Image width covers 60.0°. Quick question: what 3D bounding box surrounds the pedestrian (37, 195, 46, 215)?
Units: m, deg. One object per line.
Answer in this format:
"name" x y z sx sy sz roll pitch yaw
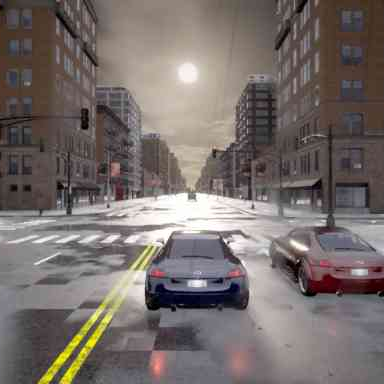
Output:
"pedestrian" -14.138 1.170 31.123 0.375 1.860 0.375 0 0 0

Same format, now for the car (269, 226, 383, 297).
"car" 3.339 1.564 8.616 1.994 1.385 4.181 0 0 0

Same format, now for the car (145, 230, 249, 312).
"car" 0.089 1.564 7.798 1.994 1.385 4.181 0 0 0

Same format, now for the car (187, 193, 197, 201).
"car" 0.009 1.213 80.314 2.150 2.045 5.566 0 0 0
